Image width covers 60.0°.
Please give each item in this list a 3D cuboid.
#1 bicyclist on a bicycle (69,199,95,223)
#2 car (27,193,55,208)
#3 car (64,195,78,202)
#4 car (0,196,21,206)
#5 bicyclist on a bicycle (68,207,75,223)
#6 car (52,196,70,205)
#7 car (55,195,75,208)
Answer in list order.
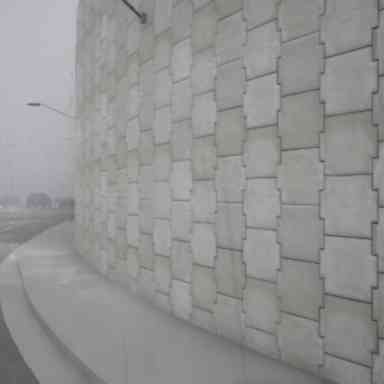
[{"bbox_3d":[-7.669,1.289,23.206,1.656,1.620,0.582,1,-1,-39],"label":"bicyclist on a bicycle"},{"bbox_3d":[-21.271,1.195,46.448,2.150,2.045,5.566,0,0,-11],"label":"car"},{"bbox_3d":[-25.757,1.346,70.999,2.033,1.411,5.357,0,0,-10],"label":"car"},{"bbox_3d":[-30.165,1.460,55.706,1.837,1.490,4.892,0,0,-10],"label":"car"},{"bbox_3d":[-7.715,1.301,22.599,1.656,1.620,0.582,-1,-1,19],"label":"bicyclist on a bicycle"},{"bbox_3d":[-23.927,1.521,60.769,2.033,1.411,5.357,0,0,-10],"label":"car"},{"bbox_3d":[-18.018,1.529,48.229,2.033,1.411,5.357,0,0,-11],"label":"car"}]
